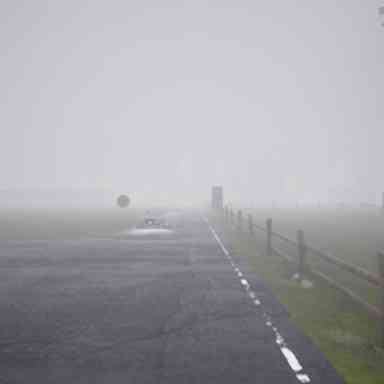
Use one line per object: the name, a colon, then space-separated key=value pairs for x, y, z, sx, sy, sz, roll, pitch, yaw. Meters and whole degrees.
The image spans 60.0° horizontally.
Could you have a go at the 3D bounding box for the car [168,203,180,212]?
car: x=-2.772 y=2.241 z=49.629 sx=1.895 sy=1.301 sz=4.718 roll=0 pitch=-1 yaw=0

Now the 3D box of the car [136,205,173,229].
car: x=-2.782 y=1.887 z=24.421 sx=1.994 sy=1.385 sz=4.181 roll=0 pitch=-1 yaw=1
